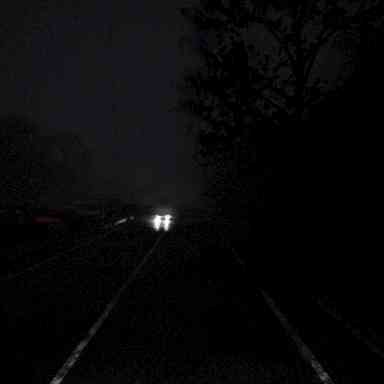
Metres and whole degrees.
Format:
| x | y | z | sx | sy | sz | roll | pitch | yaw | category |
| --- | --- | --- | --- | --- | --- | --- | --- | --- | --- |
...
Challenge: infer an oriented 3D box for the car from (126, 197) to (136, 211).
| x | y | z | sx | sy | sz | roll | pitch | yaw | category |
| --- | --- | --- | --- | --- | --- | --- | --- | --- | --- |
| -10.308 | 1.876 | 44.470 | 4.553 | 1.767 | 2.185 | 0 | -1 | 0 | car |

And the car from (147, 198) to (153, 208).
| x | y | z | sx | sy | sz | roll | pitch | yaw | category |
| --- | --- | --- | --- | --- | --- | --- | --- | --- | --- |
| -10.079 | 2.268 | 58.339 | 5.366 | 1.575 | 1.946 | 0 | -1 | 0 | car |

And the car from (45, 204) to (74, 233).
| x | y | z | sx | sy | sz | roll | pitch | yaw | category |
| --- | --- | --- | --- | --- | --- | --- | --- | --- | --- |
| -10.113 | 1.660 | 19.487 | 5.366 | 1.575 | 1.946 | 0 | -1 | 0 | car |

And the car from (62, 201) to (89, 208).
| x | y | z | sx | sy | sz | roll | pitch | yaw | category |
| --- | --- | --- | --- | --- | --- | --- | --- | --- | --- |
| -23.335 | 2.494 | 66.688 | 4.674 | 1.452 | 2.002 | 0 | -1 | 0 | car |

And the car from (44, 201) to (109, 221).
| x | y | z | sx | sy | sz | roll | pitch | yaw | category |
| --- | --- | --- | --- | --- | --- | --- | --- | --- | --- |
| -10.105 | 1.772 | 27.815 | 5.366 | 1.575 | 1.946 | 0 | -1 | 0 | car |

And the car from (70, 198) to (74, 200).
| x | y | z | sx | sy | sz | roll | pitch | yaw | category |
| --- | --- | --- | --- | --- | --- | --- | --- | --- | --- |
| -23.373 | 2.019 | 58.387 | 5.566 | 2.045 | 2.435 | 0 | -1 | 0 | car |

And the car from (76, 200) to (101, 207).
| x | y | z | sx | sy | sz | roll | pitch | yaw | category |
| --- | --- | --- | --- | --- | --- | --- | --- | --- | --- |
| -23.325 | 2.635 | 74.874 | 5.008 | 1.535 | 2.097 | 0 | -1 | 0 | car |

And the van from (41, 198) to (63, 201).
| x | y | z | sx | sy | sz | roll | pitch | yaw | category |
| --- | --- | --- | --- | --- | --- | --- | --- | --- | --- |
| -23.466 | 1.921 | 52.724 | 4.442 | 1.987 | 1.878 | 0 | -1 | 0 | van |

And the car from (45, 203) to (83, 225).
| x | y | z | sx | sy | sz | roll | pitch | yaw | category |
| --- | --- | --- | --- | --- | --- | --- | --- | --- | --- |
| -10.289 | 1.702 | 22.263 | 4.892 | 1.521 | 2.231 | 0 | -1 | 0 | car |

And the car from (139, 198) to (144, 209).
| x | y | z | sx | sy | sz | roll | pitch | yaw | category |
| --- | --- | --- | --- | --- | --- | --- | --- | --- | --- |
| -10.457 | 2.092 | 50.015 | 5.366 | 1.575 | 1.946 | 0 | -1 | 0 | car |

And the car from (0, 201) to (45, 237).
| x | y | z | sx | sy | sz | roll | pitch | yaw | category |
| --- | --- | --- | --- | --- | --- | --- | --- | --- | --- |
| -10.269 | 1.500 | 16.713 | 4.553 | 1.767 | 2.185 | 0 | -1 | 0 | car |

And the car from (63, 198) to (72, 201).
| x | y | z | sx | sy | sz | roll | pitch | yaw | category |
| --- | --- | --- | --- | --- | --- | --- | --- | --- | --- |
| -23.319 | 2.238 | 55.612 | 4.792 | 1.488 | 2.163 | 0 | -1 | 0 | car |

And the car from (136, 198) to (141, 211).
| x | y | z | sx | sy | sz | roll | pitch | yaw | category |
| --- | --- | --- | --- | --- | --- | --- | --- | --- | --- |
| -10.268 | 2.046 | 47.247 | 4.892 | 1.521 | 2.231 | 0 | -1 | 0 | car |

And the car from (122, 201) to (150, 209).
| x | y | z | sx | sy | sz | roll | pitch | yaw | category |
| --- | --- | --- | --- | --- | --- | --- | --- | --- | --- |
| -10.269 | 2.334 | 61.114 | 4.892 | 1.521 | 2.231 | 0 | -1 | 0 | car |

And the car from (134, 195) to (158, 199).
| x | y | z | sx | sy | sz | roll | pitch | yaw | category |
| --- | --- | --- | --- | --- | --- | --- | --- | --- | --- |
| -10.286 | 2.204 | 66.671 | 5.566 | 2.045 | 2.435 | 0 | -1 | 0 | car |

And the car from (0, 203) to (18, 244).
| x | y | z | sx | sy | sz | roll | pitch | yaw | category |
| --- | --- | --- | --- | --- | --- | --- | --- | --- | --- |
| -10.271 | 1.463 | 13.937 | 4.553 | 1.767 | 2.185 | 0 | -1 | 0 | car |

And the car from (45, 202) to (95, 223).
| x | y | z | sx | sy | sz | roll | pitch | yaw | category |
| --- | --- | --- | --- | --- | --- | --- | --- | --- | --- |
| -10.300 | 1.739 | 25.039 | 4.892 | 1.521 | 2.231 | 0 | -1 | 0 | car |

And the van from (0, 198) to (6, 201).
| x | y | z | sx | sy | sz | roll | pitch | yaw | category |
| --- | --- | --- | --- | --- | --- | --- | --- | --- | --- |
| -23.247 | 1.661 | 36.236 | 4.442 | 1.987 | 1.878 | 0 | -1 | 0 | van |

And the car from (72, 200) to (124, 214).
| x | y | z | sx | sy | sz | roll | pitch | yaw | category |
| --- | --- | --- | --- | --- | --- | --- | --- | --- | --- |
| -10.255 | 1.917 | 36.143 | 4.792 | 1.488 | 2.163 | 0 | -1 | 0 | car |

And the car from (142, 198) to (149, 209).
| x | y | z | sx | sy | sz | roll | pitch | yaw | category |
| --- | --- | --- | --- | --- | --- | --- | --- | --- | --- |
| -10.084 | 2.145 | 52.667 | 5.366 | 1.575 | 1.946 | 0 | -1 | 0 | car |

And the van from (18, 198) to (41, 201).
| x | y | z | sx | sy | sz | roll | pitch | yaw | category |
| --- | --- | --- | --- | --- | --- | --- | --- | --- | --- |
| -23.248 | 1.776 | 44.561 | 4.442 | 1.987 | 1.878 | 0 | -1 | 0 | van |

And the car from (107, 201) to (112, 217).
| x | y | z | sx | sy | sz | roll | pitch | yaw | category |
| --- | --- | --- | --- | --- | --- | --- | --- | --- | --- |
| -10.259 | 1.842 | 30.591 | 4.792 | 1.488 | 2.163 | 0 | -1 | 0 | car |

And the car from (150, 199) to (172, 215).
| x | y | z | sx | sy | sz | roll | pitch | yaw | category |
| --- | --- | --- | --- | --- | --- | --- | --- | --- | --- |
| -3.388 | 1.946 | 40.093 | 2.128 | 1.511 | 4.902 | 0 | -1 | 0 | car |

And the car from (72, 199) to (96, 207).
| x | y | z | sx | sy | sz | roll | pitch | yaw | category |
| --- | --- | --- | --- | --- | --- | --- | --- | --- | --- |
| -23.364 | 2.449 | 72.106 | 4.553 | 1.767 | 2.185 | 0 | -1 | 0 | car |

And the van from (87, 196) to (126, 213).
| x | y | z | sx | sy | sz | roll | pitch | yaw | category |
| --- | --- | --- | --- | --- | --- | --- | --- | --- | --- |
| -10.398 | 1.699 | 38.922 | 4.442 | 1.987 | 1.878 | 0 | -1 | 0 | van |

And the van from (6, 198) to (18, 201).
| x | y | z | sx | sy | sz | roll | pitch | yaw | category |
| --- | --- | --- | --- | --- | --- | --- | --- | --- | --- |
| -23.478 | 1.698 | 39.006 | 4.442 | 1.987 | 1.878 | 0 | -1 | 0 | van |

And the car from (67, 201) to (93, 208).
| x | y | z | sx | sy | sz | roll | pitch | yaw | category |
| --- | --- | --- | --- | --- | --- | --- | --- | --- | --- |
| -23.306 | 2.545 | 69.458 | 4.792 | 1.488 | 2.163 | 0 | -1 | 0 | car |

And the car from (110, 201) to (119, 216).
| x | y | z | sx | sy | sz | roll | pitch | yaw | category |
| --- | --- | --- | --- | --- | --- | --- | --- | --- | --- |
| -10.257 | 1.879 | 33.367 | 4.792 | 1.488 | 2.163 | 0 | -1 | 0 | car |

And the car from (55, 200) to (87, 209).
| x | y | z | sx | sy | sz | roll | pitch | yaw | category |
| --- | --- | --- | --- | --- | --- | --- | --- | --- | --- |
| -23.154 | 2.390 | 63.919 | 5.366 | 1.575 | 1.946 | 0 | -1 | 0 | car |

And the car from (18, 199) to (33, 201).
| x | y | z | sx | sy | sz | roll | pitch | yaw | category |
| --- | --- | --- | --- | --- | --- | --- | --- | --- | --- |
| -23.364 | 1.961 | 41.772 | 5.008 | 1.535 | 2.097 | 0 | -1 | 0 | car |

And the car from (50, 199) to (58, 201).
| x | y | z | sx | sy | sz | roll | pitch | yaw | category |
| --- | --- | --- | --- | --- | --- | --- | --- | --- | --- |
| -23.381 | 2.121 | 49.948 | 4.792 | 1.488 | 2.163 | 0 | -1 | 0 | car |

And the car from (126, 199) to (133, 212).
| x | y | z | sx | sy | sz | roll | pitch | yaw | category |
| --- | --- | --- | --- | --- | --- | --- | --- | --- | --- |
| -10.308 | 1.991 | 41.695 | 4.792 | 1.488 | 2.163 | 0 | -1 | 0 | car |

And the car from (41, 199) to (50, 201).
| x | y | z | sx | sy | sz | roll | pitch | yaw | category |
| --- | --- | --- | --- | --- | --- | --- | --- | --- | --- |
| -23.383 | 2.074 | 47.309 | 4.792 | 1.488 | 2.163 | 0 | -1 | 0 | car |
